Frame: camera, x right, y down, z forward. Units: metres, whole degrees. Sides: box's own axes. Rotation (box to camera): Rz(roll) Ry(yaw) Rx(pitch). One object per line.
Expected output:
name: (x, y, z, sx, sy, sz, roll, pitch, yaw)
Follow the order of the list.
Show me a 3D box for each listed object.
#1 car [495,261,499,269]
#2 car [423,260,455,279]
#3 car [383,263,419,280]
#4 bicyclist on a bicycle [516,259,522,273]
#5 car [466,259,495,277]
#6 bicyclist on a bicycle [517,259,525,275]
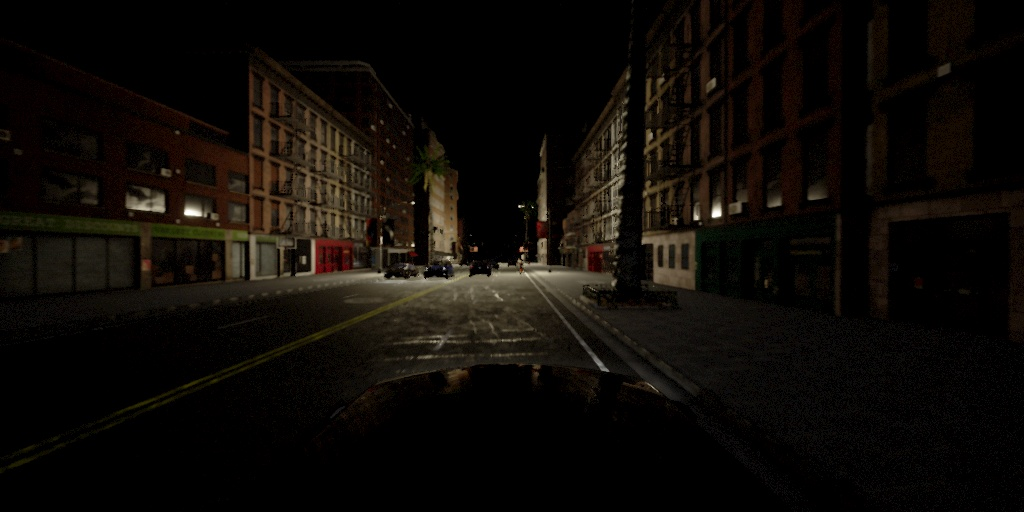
car: (-3.134, 1.481, 58.716, 1.994, 1.385, 4.181, 0, 0, 0)
car: (-6.582, 1.159, 32.695, 2.097, 1.767, 4.553, 0, 0, 0)
car: (-9.836, 1.353, 32.397, 2.033, 1.411, 5.357, 0, 0, 0)
bicyclist on a bicycle: (0.906, 1.226, 45.446, 0.659, 1.776, 1.843, 0, 0, 0)
car: (-3.141, 1.175, 37.132, 2.097, 1.767, 4.553, 0, 0, 0)
bicyclist on a bicycle: (0.888, 1.254, 35.801, 0.866, 1.612, 1.509, 0, 0, 0)
